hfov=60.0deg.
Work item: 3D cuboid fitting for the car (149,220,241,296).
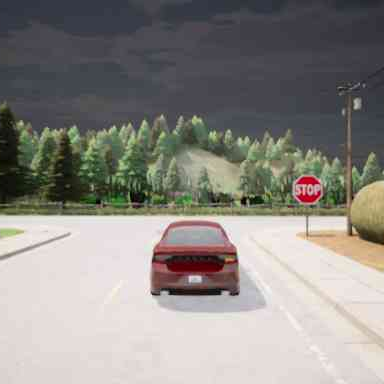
[{"bbox_3d":[0.073,1.461,8.645,1.882,1.535,5.008,0,0,0],"label":"car"}]
